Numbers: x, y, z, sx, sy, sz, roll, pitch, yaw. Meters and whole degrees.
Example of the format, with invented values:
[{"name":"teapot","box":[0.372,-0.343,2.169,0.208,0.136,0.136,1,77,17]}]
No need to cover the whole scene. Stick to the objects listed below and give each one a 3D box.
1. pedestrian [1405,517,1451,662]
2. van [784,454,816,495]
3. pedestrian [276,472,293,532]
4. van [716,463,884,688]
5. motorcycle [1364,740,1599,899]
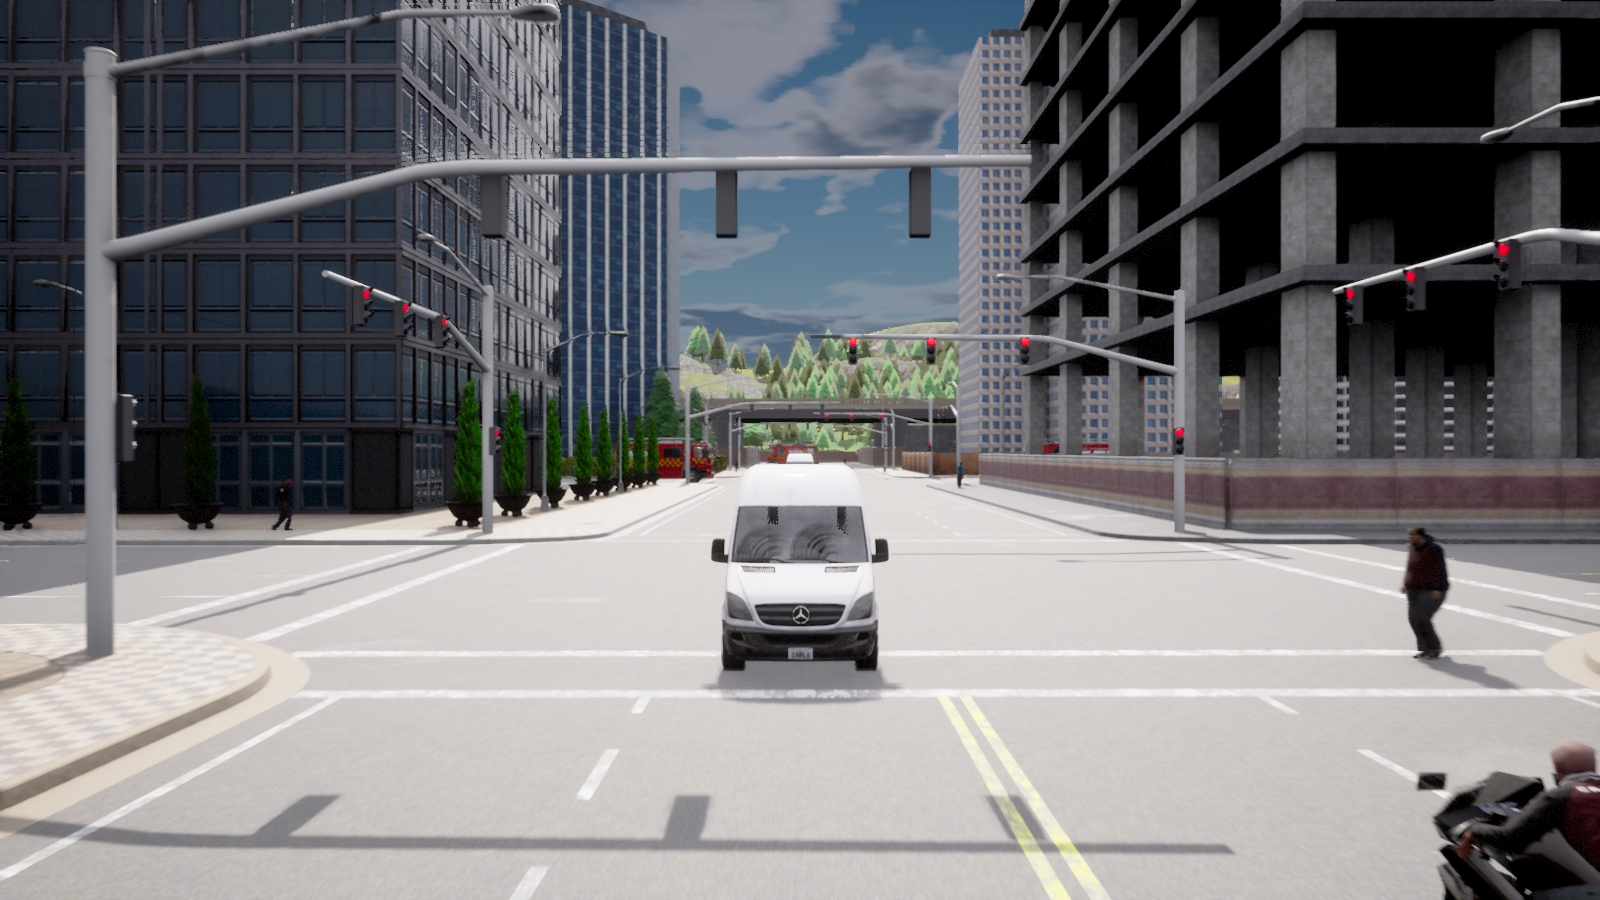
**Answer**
[{"name":"pedestrian","box":[8.301,1.834,15.109,0.375,1.860,0.375,0,0,-13]},{"name":"van","box":[0.003,1.533,75.129,1.988,2.561,5.915,0,0,0]},{"name":"pedestrian","box":[-16.271,1.641,36.091,0.375,1.860,0.375,0,0,-4]},{"name":"van","box":[-0.002,1.514,16.444,1.988,2.561,5.915,0,0,0]},{"name":"motorcycle","box":[3.500,2.205,5.108,0.867,1.251,2.209,0,0,0]}]
